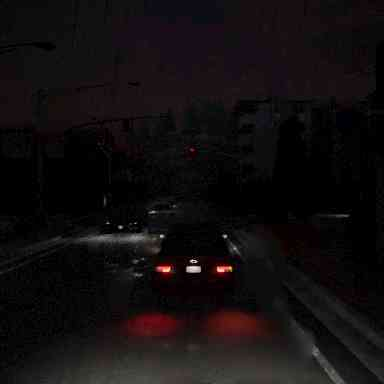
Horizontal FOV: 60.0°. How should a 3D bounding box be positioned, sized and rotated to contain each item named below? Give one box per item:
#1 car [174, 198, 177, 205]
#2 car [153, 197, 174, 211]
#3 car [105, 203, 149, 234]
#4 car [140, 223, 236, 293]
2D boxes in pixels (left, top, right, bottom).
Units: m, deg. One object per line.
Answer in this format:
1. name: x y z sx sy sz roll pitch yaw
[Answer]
1. car: -3.726 1.525 58.103 1.812 1.442 4.674 0 0 0
2. car: -3.730 1.478 41.560 1.882 1.535 5.008 0 0 1
3. car: -3.640 1.460 19.326 1.837 1.490 4.892 0 2 0
4. car: 0.036 1.547 8.960 2.033 1.411 5.357 0 0 0
